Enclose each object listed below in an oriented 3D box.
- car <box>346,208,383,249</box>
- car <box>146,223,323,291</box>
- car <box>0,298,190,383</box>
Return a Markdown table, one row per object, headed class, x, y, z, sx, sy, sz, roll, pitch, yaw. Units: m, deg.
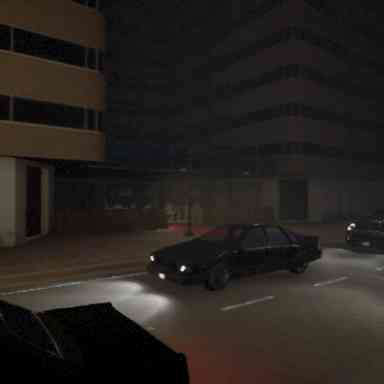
| class | x | y | z | sx | sy | sz | roll | pitch | yaw |
| --- | --- | --- | --- | --- | --- | --- | --- | --- | --- |
| car | 8.653 | 1.471 | 14.345 | 4.553 | 1.767 | 2.097 | 1 | 0 | -36 |
| car | 1.462 | 1.599 | 9.331 | 5.357 | 1.411 | 2.033 | 1 | 0 | -36 |
| car | -2.429 | 1.595 | 2.257 | 4.718 | 1.301 | 1.895 | 1 | 0 | -36 |
